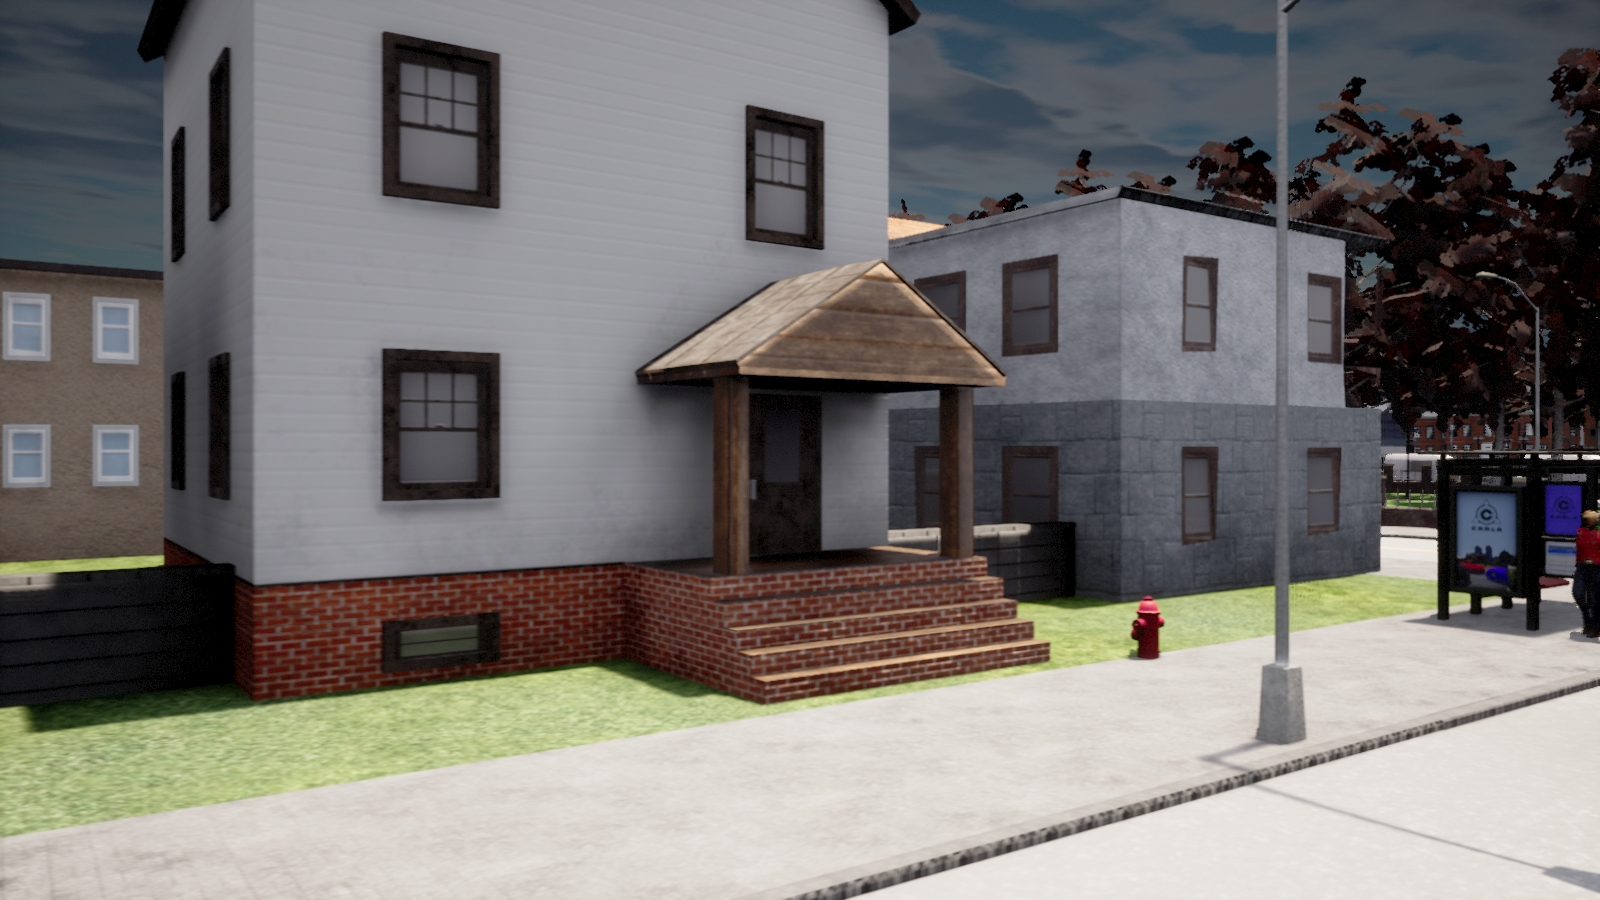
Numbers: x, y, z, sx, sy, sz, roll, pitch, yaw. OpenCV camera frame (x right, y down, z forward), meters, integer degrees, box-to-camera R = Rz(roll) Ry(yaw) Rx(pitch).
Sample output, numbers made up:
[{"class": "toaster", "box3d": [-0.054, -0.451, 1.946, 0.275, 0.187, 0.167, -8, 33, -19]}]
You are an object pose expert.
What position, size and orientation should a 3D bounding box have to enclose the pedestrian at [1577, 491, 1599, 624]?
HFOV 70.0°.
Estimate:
[{"class": "pedestrian", "box3d": [11.379, 1.517, 16.295, 0.375, 1.860, 0.375, 0, 0, -29]}]
